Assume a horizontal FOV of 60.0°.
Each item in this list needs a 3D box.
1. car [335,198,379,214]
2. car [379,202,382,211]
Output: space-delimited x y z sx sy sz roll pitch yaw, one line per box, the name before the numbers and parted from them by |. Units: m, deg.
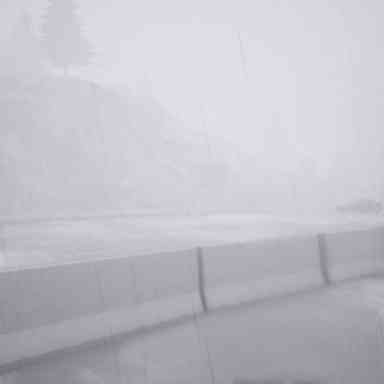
car | 16.457 1.331 32.840 5.008 1.535 1.882 0 0 -23
car | 20.007 1.337 30.562 5.008 1.535 1.882 0 0 -23
